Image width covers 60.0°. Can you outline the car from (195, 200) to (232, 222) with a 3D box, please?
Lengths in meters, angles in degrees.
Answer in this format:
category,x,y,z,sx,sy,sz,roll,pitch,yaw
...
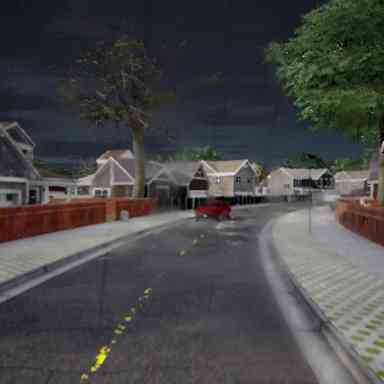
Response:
category,x,y,z,sx,sy,sz,roll,pitch,yaw
car,1.735,1.392,25.573,1.882,1.535,5.008,0,0,19
